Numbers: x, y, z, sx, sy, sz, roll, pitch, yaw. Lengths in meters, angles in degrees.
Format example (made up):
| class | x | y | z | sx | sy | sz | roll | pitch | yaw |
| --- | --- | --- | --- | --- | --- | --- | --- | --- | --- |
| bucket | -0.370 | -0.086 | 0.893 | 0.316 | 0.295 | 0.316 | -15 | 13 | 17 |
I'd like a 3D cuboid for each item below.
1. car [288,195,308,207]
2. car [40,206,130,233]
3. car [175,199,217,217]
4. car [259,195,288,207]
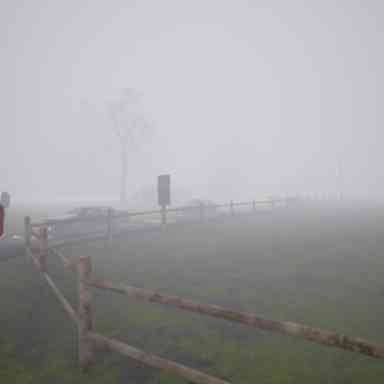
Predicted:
| class | x | y | z | sx | sy | sz | roll | pitch | yaw |
| --- | --- | --- | --- | --- | --- | --- | --- | --- | --- |
| car | 13.701 | 1.097 | 43.195 | 2.128 | 1.511 | 4.902 | -2 | -1 | 35 |
| car | -6.117 | 1.531 | 19.840 | 2.033 | 1.411 | 5.357 | -2 | -1 | 34 |
| car | 0.417 | 1.361 | 29.273 | 2.128 | 1.511 | 4.902 | -2 | 0 | 35 |
| car | 10.523 | 1.177 | 43.727 | 1.882 | 1.535 | 5.008 | -2 | -1 | 35 |
